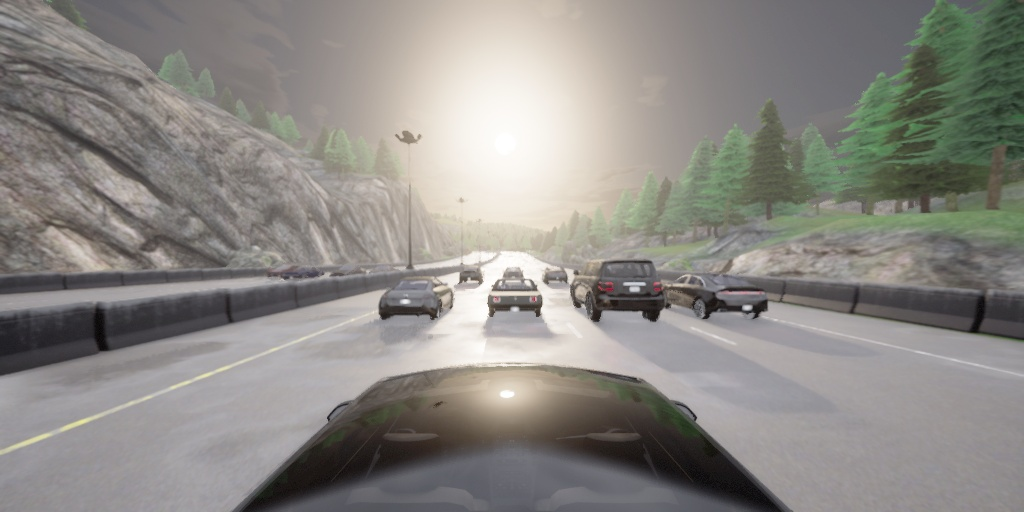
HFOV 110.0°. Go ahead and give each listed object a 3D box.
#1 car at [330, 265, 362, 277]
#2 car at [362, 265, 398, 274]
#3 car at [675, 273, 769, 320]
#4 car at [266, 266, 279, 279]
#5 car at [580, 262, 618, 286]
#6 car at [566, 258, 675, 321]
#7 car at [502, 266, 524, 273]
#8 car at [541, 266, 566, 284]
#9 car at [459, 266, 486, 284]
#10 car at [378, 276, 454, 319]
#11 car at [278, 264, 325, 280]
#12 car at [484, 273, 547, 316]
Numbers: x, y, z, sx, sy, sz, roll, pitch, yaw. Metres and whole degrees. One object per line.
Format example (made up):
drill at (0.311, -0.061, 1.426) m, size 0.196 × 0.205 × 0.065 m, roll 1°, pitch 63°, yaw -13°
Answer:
car at (-17.582, 1.729, 38.907) m, size 2.033 × 1.411 × 5.357 m, roll 0°, pitch -1°, yaw 0°
car at (-14.081, 1.737, 39.518) m, size 2.033 × 1.411 × 5.357 m, roll 0°, pitch -1°, yaw 0°
car at (7.103, 1.376, 13.243) m, size 2.128 × 1.511 × 4.902 m, roll 0°, pitch -1°, yaw 0°
car at (-24.576, 1.663, 39.229) m, size 1.882 × 1.535 × 5.008 m, roll 0°, pitch -1°, yaw 0°
car at (7.108, 1.429, 29.863) m, size 2.097 × 1.767 × 4.553 m, roll 0°, pitch -1°, yaw 0°
car at (3.604, 1.105, 13.214) m, size 2.150 × 2.045 × 5.566 m, roll 0°, pitch -1°, yaw 0°
car at (0.108, 1.625, 31.770) m, size 1.812 × 1.442 × 4.674 m, roll 0°, pitch -1°, yaw 0°
car at (3.608, 1.579, 30.730) m, size 2.128 × 1.511 × 4.902 m, roll 0°, pitch -1°, yaw 0°
car at (-3.392, 1.593, 30.828) m, size 1.837 × 1.490 × 4.892 m, roll 0°, pitch -1°, yaw 0°
car at (-3.397, 1.450, 13.431) m, size 1.994 × 1.385 × 4.181 m, roll 0°, pitch -1°, yaw 0°
car at (-21.083, 1.754, 36.480) m, size 1.895 × 1.301 × 4.718 m, roll 0°, pitch -1°, yaw 0°
car at (0.104, 1.494, 14.054) m, size 1.895 × 1.301 × 4.718 m, roll 0°, pitch -1°, yaw 0°
